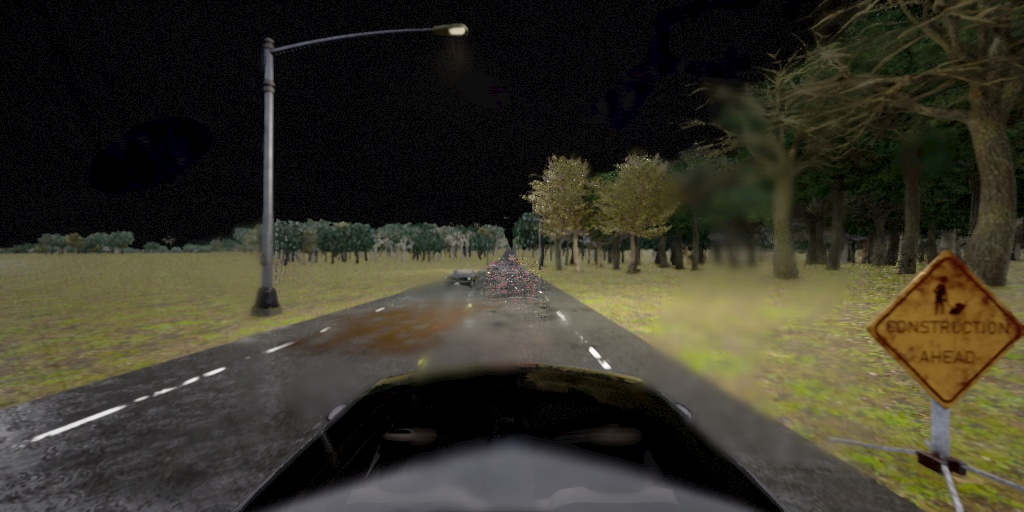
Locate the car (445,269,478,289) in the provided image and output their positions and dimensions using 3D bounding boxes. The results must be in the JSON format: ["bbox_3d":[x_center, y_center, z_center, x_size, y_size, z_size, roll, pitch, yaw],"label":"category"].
[{"bbox_3d":[-3.594,1.629,26.181,1.895,1.301,4.718,0,-1,0],"label":"car"}]

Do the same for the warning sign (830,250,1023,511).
[{"bbox_3d":[3.550,0.879,2.976,1.300,1.860,1.060,0,0,0],"label":"warning sign"}]
